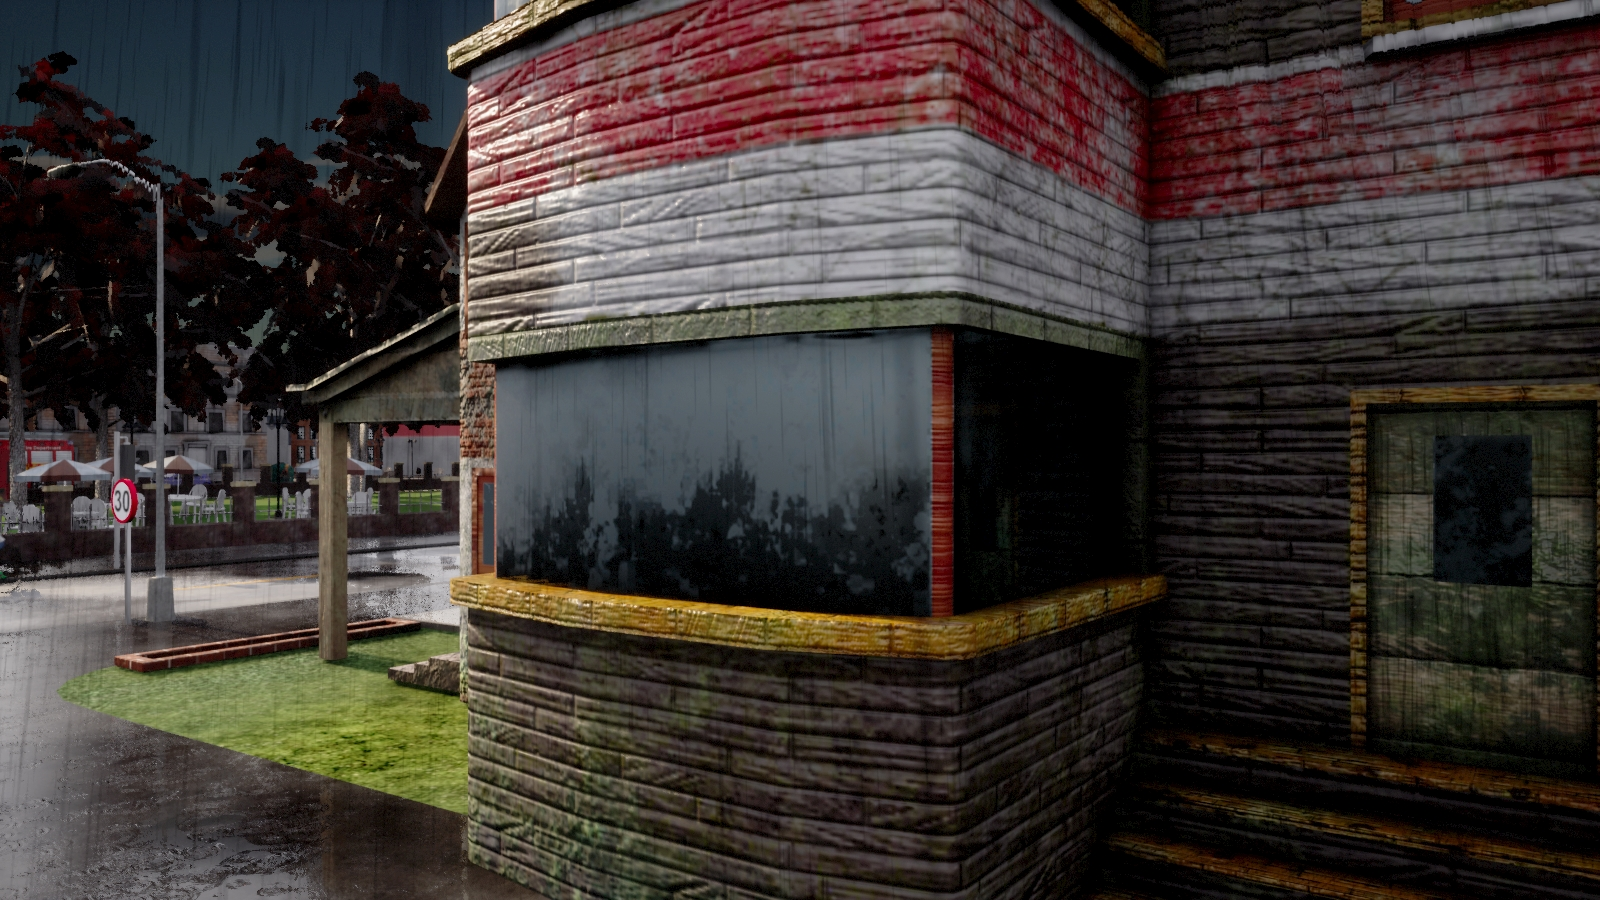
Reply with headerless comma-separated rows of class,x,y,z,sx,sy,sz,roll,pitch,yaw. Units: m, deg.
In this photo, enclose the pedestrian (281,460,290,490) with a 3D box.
pedestrian,-31.548,1.524,70.042,0.375,1.860,0.375,0,0,37
